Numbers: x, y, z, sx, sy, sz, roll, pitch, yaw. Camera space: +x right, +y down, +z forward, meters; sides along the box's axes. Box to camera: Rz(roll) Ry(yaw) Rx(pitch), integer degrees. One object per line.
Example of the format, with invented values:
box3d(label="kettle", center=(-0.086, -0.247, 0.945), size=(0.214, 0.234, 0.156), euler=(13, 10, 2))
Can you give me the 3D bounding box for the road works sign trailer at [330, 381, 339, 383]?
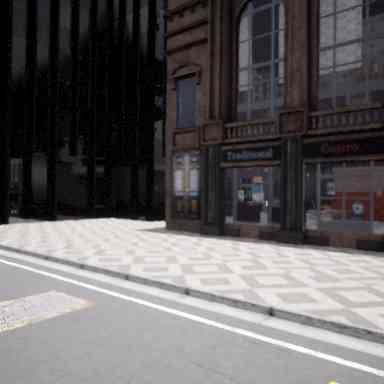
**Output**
box3d(label="road works sign trailer", center=(2.433, 0.515, 2.206), size=(2.880, 3.560, 2.380), euler=(0, -1, 38))
